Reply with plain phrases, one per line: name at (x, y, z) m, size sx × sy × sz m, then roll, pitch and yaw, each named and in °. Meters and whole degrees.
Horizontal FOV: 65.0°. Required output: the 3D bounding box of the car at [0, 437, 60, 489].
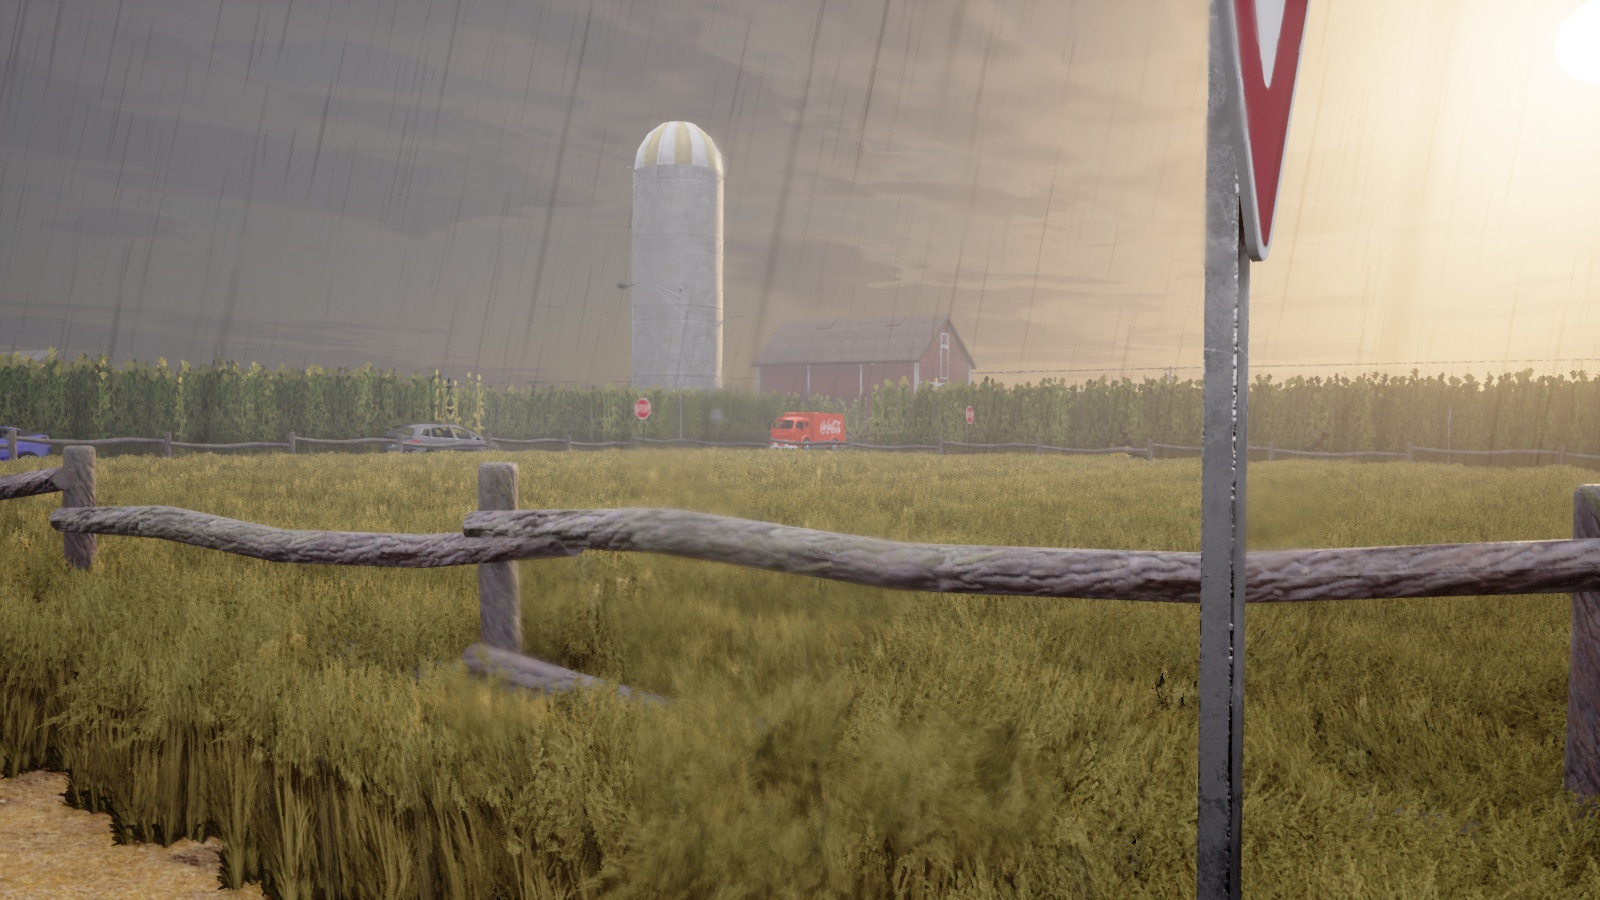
car at (-24.467, 0.398, 36.648) m, size 2.007 × 1.525 × 4.514 m, roll 0°, pitch 1°, yaw 34°

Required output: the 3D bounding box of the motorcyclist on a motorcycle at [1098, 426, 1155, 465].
motorcyclist on a motorcycle at (12.946, -0.189, 49.804) m, size 2.044 × 1.523 × 0.797 m, roll 1°, pitch 1°, yaw 34°

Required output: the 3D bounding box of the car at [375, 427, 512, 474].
car at (-13.441, -0.011, 47.553) m, size 2.242 × 1.667 × 4.611 m, roll 0°, pitch 1°, yaw 34°

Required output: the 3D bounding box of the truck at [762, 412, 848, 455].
truck at (0.346, -0.968, 73.737) m, size 2.627 × 2.467 × 5.204 m, roll 0°, pitch 1°, yaw 34°
